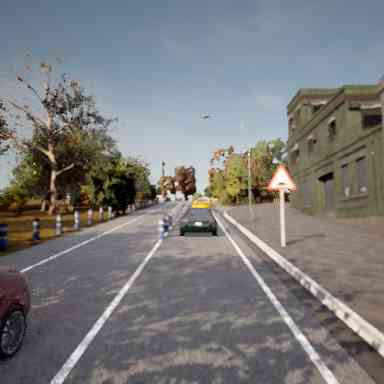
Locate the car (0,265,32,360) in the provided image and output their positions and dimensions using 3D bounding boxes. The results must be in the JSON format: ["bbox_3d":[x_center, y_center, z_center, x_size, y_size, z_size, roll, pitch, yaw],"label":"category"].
[{"bbox_3d":[-3.313,1.514,3.213,1.812,1.442,4.674,0,0,1],"label":"car"}]

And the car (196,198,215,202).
[{"bbox_3d":[1.419,1.372,36.249,1.882,1.535,5.008,-1,1,12],"label":"car"}]

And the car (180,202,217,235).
[{"bbox_3d":[0.348,1.521,18.512,1.994,1.385,4.181,0,1,1],"label":"car"}]
